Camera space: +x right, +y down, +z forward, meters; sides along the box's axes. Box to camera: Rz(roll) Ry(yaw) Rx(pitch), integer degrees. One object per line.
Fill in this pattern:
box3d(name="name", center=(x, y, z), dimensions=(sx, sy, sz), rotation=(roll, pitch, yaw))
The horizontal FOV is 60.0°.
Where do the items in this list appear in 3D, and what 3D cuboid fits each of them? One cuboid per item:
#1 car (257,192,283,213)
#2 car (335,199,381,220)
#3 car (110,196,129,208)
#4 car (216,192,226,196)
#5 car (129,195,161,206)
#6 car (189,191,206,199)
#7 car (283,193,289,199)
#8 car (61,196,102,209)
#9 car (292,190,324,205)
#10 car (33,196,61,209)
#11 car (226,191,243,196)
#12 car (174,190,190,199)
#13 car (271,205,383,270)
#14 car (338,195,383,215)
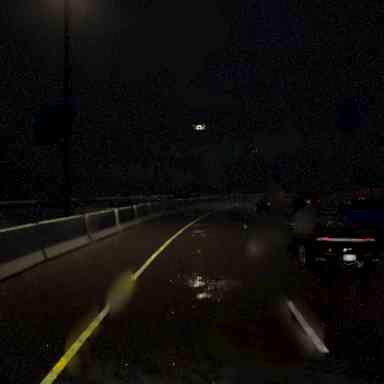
box3d(name="car", center=(7.520, 1.112, 32.605), dimensions=(2.097, 1.767, 4.553), rotation=(0, 0, 13))
box3d(name="car", center=(13.501, 1.358, 27.431), dimensions=(2.033, 1.411, 5.357), rotation=(0, 0, 12))
box3d(name="car", center=(-8.512, 1.227, 41.488), dimensions=(1.994, 1.385, 4.181), rotation=(0, 0, 15))
box3d(name="car", center=(7.539, 0.660, 81.353), dimensions=(1.837, 1.490, 4.892), rotation=(0, 1, 28))
box3d(name="car", center=(-5.251, 1.173, 40.101), dimensions=(2.128, 1.511, 4.902), rotation=(0, 0, 15))
box3d(name="car", center=(1.683, 0.916, 77.837), dimensions=(1.812, 1.442, 4.674), rotation=(0, 0, 26))
box3d(name="car", center=(22.043, 0.868, 80.839), dimensions=(1.801, 1.575, 5.366), rotation=(0, 1, 32))
box3d(name="car", center=(-12.663, 1.219, 39.486), dimensions=(2.033, 1.411, 5.357), rotation=(0, 0, 14))
box3d(name="car", center=(10.984, 0.990, 32.245), dimensions=(2.150, 2.045, 5.566), rotation=(0, 0, 13))
box3d(name="car", center=(-16.286, 1.214, 39.390), dimensions=(2.033, 1.411, 5.357), rotation=(0, 0, 13))
box3d(name="car", center=(10.602, 0.536, 79.660), dimensions=(2.097, 1.767, 4.553), rotation=(0, 1, 28))
box3d(name="car", center=(-2.014, 0.602, 78.289), dimensions=(2.150, 2.045, 5.566), rotation=(0, 0, 26))
box3d(name="car", center=(4.153, 1.414, 10.786), dimensions=(2.128, 1.511, 4.902), rotation=(0, 0, 4))
box3d(name="car", center=(7.902, 1.128, 13.722), dimensions=(2.150, 2.045, 5.566), rotation=(0, 0, 6))
